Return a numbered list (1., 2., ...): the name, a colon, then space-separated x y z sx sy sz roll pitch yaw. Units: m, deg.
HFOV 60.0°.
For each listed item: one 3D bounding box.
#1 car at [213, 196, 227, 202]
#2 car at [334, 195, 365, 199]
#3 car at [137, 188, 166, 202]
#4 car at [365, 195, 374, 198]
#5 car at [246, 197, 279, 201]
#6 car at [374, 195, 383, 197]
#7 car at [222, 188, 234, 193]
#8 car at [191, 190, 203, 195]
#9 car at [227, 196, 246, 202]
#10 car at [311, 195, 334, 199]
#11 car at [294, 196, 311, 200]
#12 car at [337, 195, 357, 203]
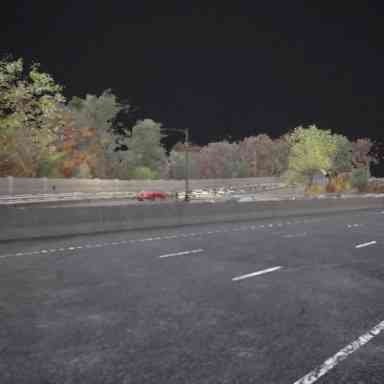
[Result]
1. car: 4.703 1.255 42.150 4.902 1.511 2.128 0 0 -41
2. car: 23.393 1.366 49.364 4.181 1.385 1.994 0 0 -41
3. car: -5.831 0.355 48.830 2.150 2.045 5.566 0 0 25
4. car: 33.063 1.248 62.601 5.008 1.535 1.882 0 0 -42
5. car: 8.324 1.413 36.015 4.718 1.301 1.895 0 0 -42
6. car: 34.968 1.299 59.612 4.892 1.490 1.837 0 0 -42
7. car: 8.231 -0.174 77.501 1.994 1.385 4.181 0 2 28
8. car: 1.190 0.351 63.828 1.812 1.442 4.674 0 2 26
9. car: 6.669 1.313 39.219 4.674 1.442 1.812 0 0 -42
10. car: 21.347 1.270 52.215 4.902 1.511 2.128 0 0 -41
11. car: 18.302 1.317 54.192 4.181 1.385 1.994 0 0 -41
12. car: 30.156 1.275 64.700 4.674 1.442 1.812 0 0 -42
